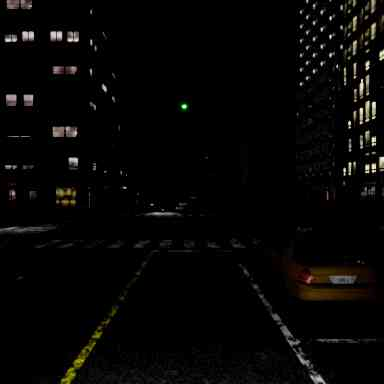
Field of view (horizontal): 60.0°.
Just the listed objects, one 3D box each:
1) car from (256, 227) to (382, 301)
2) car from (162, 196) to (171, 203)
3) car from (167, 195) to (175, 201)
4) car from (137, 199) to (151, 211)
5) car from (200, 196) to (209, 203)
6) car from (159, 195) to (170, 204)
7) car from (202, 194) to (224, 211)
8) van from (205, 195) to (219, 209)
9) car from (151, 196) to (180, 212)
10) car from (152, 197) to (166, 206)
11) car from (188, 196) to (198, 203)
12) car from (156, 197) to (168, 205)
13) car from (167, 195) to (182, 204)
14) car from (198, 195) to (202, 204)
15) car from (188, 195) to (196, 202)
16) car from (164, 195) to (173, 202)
[{"bbox_3d":[2.696,1.528,8.242,1.752,1.417,4.829,0,0,0],"label":"car"},{"bbox_3d":[-5.605,1.665,73.655,1.802,1.307,4.206,0,0,0],"label":"car"},{"bbox_3d":[-5.585,1.645,90.065,1.752,1.417,4.829,0,0,0],"label":"car"},{"bbox_3d":[-5.644,1.577,40.495,2.008,1.369,4.403,0,0,0],"label":"car"},{"bbox_3d":[2.775,1.628,73.645,1.887,1.381,4.507,0,0,0],"label":"car"},{"bbox_3d":[-5.612,1.512,68.128,1.967,1.590,4.097,0,0,0],"label":"car"},{"bbox_3d":[2.734,1.341,40.485,2.192,1.841,5.009,0,0,0],"label":"car"},{"bbox_3d":[2.741,1.374,46.011,1.690,1.788,3.998,0,0,0],"label":"van"},{"bbox_3d":[-3.027,1.572,39.300,2.033,1.411,5.357,0,0,4],"label":"car"},{"bbox_3d":[-5.625,1.601,57.075,2.008,1.369,4.403,0,0,0],"label":"car"},{"bbox_3d":[0.174,1.677,70.171,1.895,1.301,4.718,0,0,0],"label":"car"},{"bbox_3d":[-5.618,1.606,62.600,1.887,1.381,4.507,0,0,0],"label":"car"},{"bbox_3d":[-3.033,1.589,51.555,2.033,1.411,5.357,0,0,0],"label":"car"},{"bbox_3d":[2.761,1.376,62.591,2.192,1.841,5.009,0,0,0],"label":"car"},{"bbox_3d":[0.096,1.575,80.172,1.882,1.535,5.008,0,0,0],"label":"car"},{"bbox_3d":[-5.599,1.535,79.181,1.967,1.590,4.097,0,0,0],"label":"car"}]
